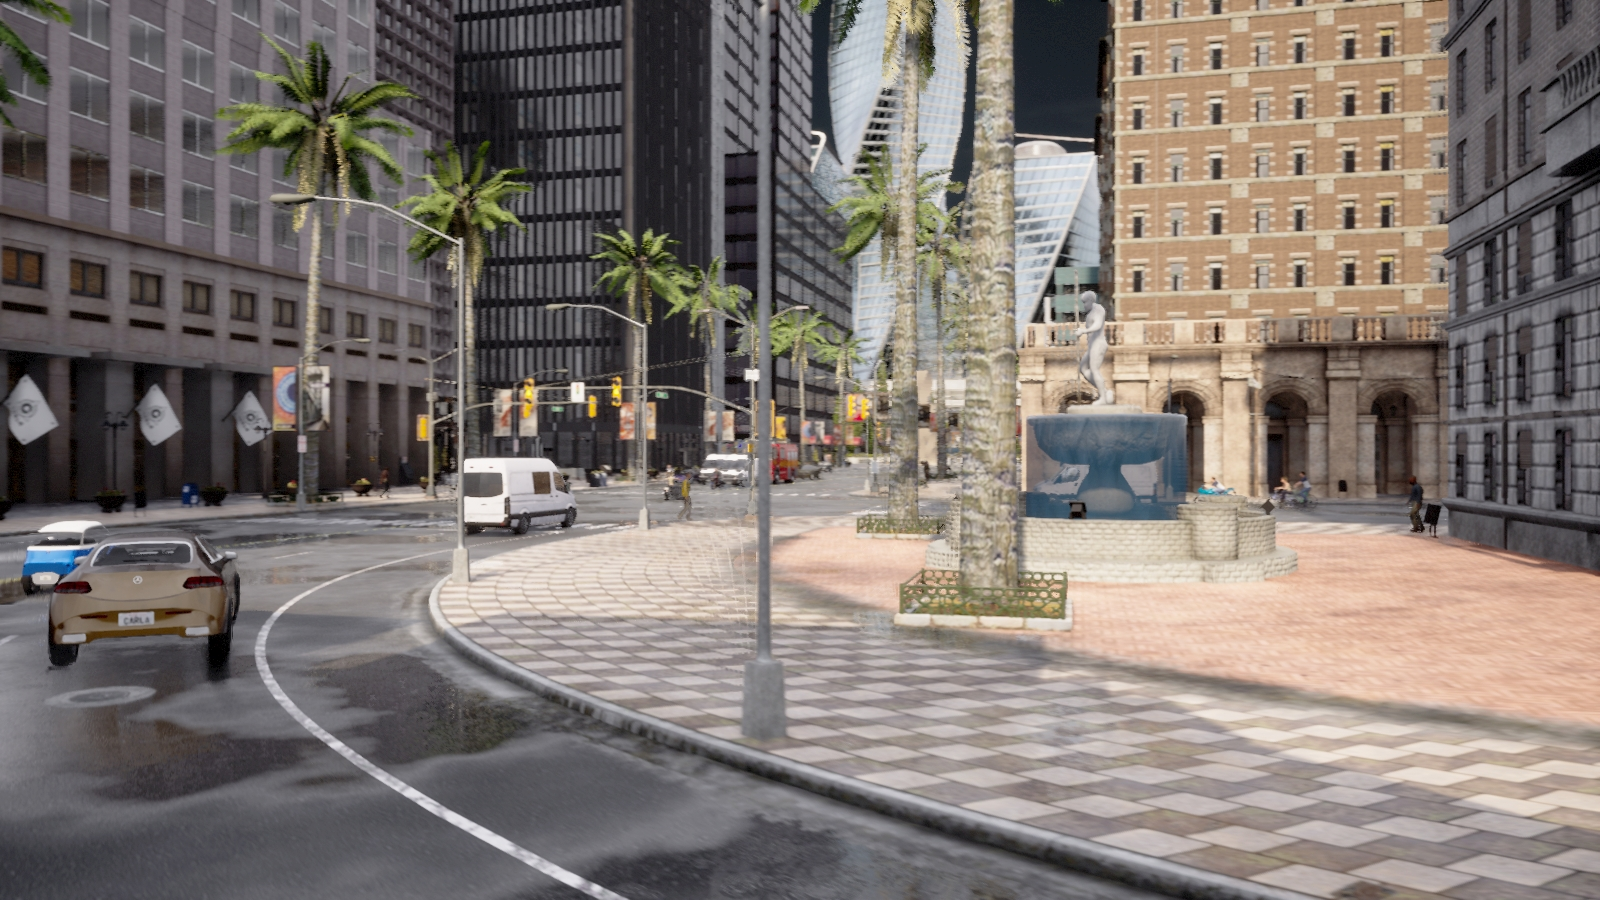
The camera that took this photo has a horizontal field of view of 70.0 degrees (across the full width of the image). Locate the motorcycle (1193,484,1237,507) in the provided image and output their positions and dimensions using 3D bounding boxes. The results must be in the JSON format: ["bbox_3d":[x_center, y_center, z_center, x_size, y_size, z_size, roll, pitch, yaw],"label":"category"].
[{"bbox_3d":[20.722,2.268,57.085,2.033,1.145,0.803,0,0,14],"label":"motorcycle"}]

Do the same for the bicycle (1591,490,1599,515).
[{"bbox_3d":[35.551,2.311,49.860,1.487,1.080,0.859,2,0,15],"label":"bicycle"}]

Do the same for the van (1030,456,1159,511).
[{"bbox_3d":[14.173,1.584,55.137,5.915,2.561,1.988,0,0,14],"label":"van"}]

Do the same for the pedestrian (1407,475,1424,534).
[{"bbox_3d":[19.750,1.735,36.647,0.375,1.860,0.375,0,0,10],"label":"pedestrian"}]

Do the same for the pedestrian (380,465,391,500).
[{"bbox_3d":[-22.378,1.733,61.653,0.375,1.860,0.375,0,0,30],"label":"pedestrian"}]

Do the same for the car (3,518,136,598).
[{"bbox_3d":[-14.637,2.131,23.004,1.481,1.376,2.207,0,0,-8],"label":"car"}]

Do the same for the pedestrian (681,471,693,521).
[{"bbox_3d":[-4.239,1.727,42.826,0.375,1.860,0.375,0,0,10],"label":"pedestrian"}]

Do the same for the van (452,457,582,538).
[{"bbox_3d":[-9.737,1.561,39.925,1.988,2.561,5.915,0,0,13],"label":"van"}]

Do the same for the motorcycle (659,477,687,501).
[{"bbox_3d":[-7.163,2.216,64.624,0.764,1.277,2.356,0,0,14],"label":"motorcycle"}]

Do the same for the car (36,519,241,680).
[{"bbox_3d":[-9.475,2.000,16.779,2.152,1.651,5.027,0,0,-25],"label":"car"}]
